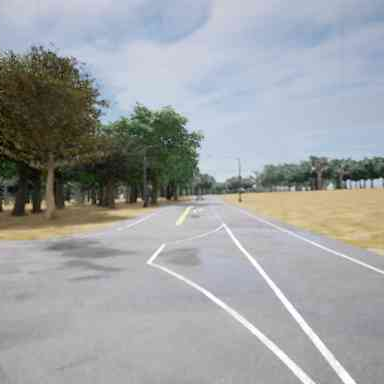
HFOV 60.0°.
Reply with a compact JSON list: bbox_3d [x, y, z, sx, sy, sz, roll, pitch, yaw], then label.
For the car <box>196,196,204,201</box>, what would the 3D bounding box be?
[{"bbox_3d":[2.211,1.710,90.551,2.128,1.511,4.902,-1,0,6],"label":"car"}]
